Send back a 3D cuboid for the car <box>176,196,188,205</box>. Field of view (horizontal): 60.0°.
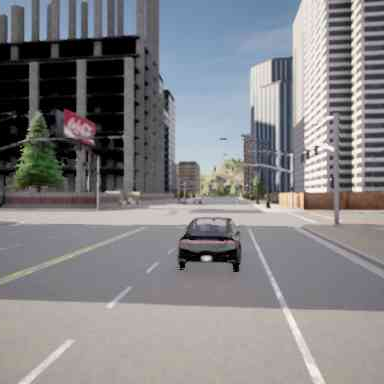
[{"bbox_3d":[-2.230,2.125,73.591,1.812,1.442,4.674,0,0,7],"label":"car"}]

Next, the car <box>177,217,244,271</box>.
[{"bbox_3d":[0.707,1.584,11.297,2.128,1.511,4.902,0,0,8],"label":"car"}]

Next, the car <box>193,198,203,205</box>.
[{"bbox_3d":[1.244,2.121,73.162,2.128,1.511,4.902,0,0,7],"label":"car"}]
